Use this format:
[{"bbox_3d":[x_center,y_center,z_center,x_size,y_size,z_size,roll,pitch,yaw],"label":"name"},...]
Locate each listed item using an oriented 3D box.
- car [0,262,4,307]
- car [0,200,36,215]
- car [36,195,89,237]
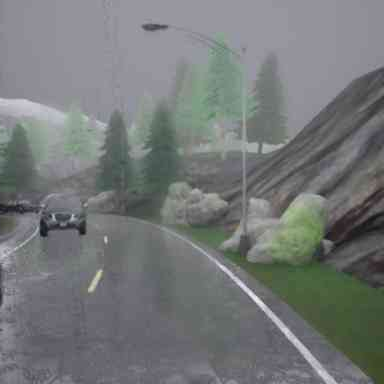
[{"bbox_3d":[-4.026,1.517,3.847,1.837,1.490,4.892,0,1,-5],"label":"car"},{"bbox_3d":[-17.369,1.474,33.615,5.357,1.411,2.033,0,0,34],"label":"car"},{"bbox_3d":[-7.049,1.215,18.552,2.150,2.045,5.566,0,0,-19],"label":"car"}]
